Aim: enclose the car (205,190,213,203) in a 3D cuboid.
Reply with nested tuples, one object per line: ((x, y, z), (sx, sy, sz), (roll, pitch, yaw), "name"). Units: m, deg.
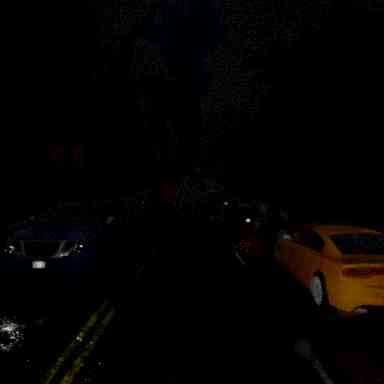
((3.252, 0.897, 45.080), (1.994, 1.385, 4.181), (0, 2, 0), "car")

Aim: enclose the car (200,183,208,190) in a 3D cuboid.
((3.254, -1.424, 88.988), (1.837, 1.490, 4.892), (0, 4, 0), "car")

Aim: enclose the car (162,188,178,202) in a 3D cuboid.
((-3.323, 0.365, 51.266), (2.150, 2.045, 5.566), (0, 2, 0), "car")

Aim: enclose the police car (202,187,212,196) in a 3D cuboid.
((3.253, 0.411, 56.179), (1.930, 1.638, 5.238), (0, 2, 0), "police car")

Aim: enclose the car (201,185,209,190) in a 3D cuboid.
((3.253, -0.038, 67.046), (2.033, 1.649, 4.856), (0, 3, 0), "car")

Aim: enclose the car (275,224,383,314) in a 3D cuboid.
((3.350, 1.488, 7.805), (1.882, 1.535, 5.008), (0, 0, 0), "car")

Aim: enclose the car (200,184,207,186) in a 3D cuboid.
((3.253, -0.636, 78.018), (1.882, 1.535, 5.008), (0, 4, 0), "car")

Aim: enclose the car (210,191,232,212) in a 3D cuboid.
((3.251, 1.085, 34.085), (2.033, 1.649, 4.856), (0, 1, 0), "car")

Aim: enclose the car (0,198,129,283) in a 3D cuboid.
((-3.350, 1.227, 10.045), (2.150, 2.045, 5.566), (0, 0, 0), "car")

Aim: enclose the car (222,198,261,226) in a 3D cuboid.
((3.351, 1.398, 22.253), (1.837, 1.490, 4.892), (0, 1, 0), "car")

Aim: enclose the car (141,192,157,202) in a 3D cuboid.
((-6.564, 0.686, 51.416), (2.033, 1.411, 5.357), (0, 2, 0), "car")
